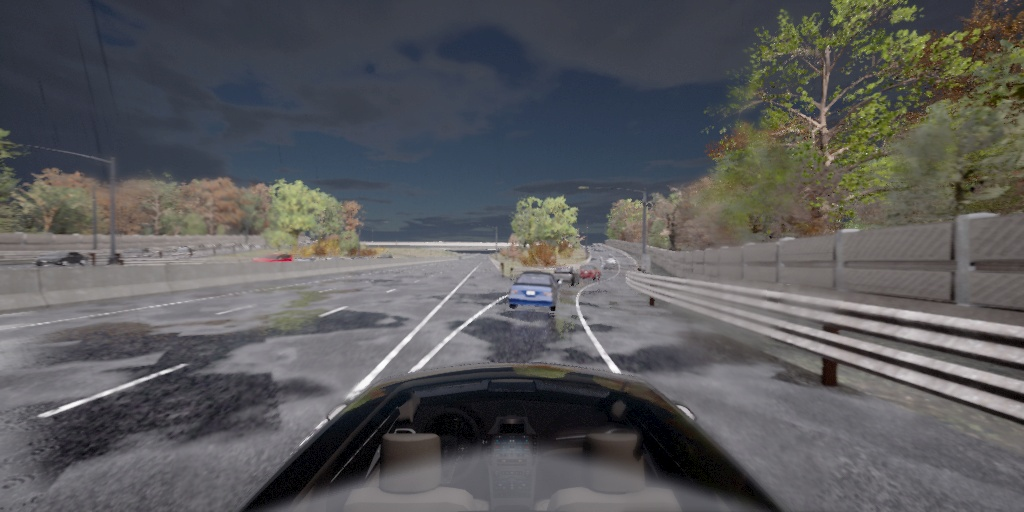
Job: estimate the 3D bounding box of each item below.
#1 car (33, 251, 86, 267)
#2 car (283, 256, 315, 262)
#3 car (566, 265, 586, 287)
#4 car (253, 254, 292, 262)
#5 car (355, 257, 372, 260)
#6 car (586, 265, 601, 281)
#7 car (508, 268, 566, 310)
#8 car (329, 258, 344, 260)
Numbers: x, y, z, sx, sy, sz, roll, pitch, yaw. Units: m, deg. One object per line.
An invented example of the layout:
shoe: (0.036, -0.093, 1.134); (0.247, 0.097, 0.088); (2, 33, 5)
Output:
car: (-44.699, 0.270, 35.587); (1.837, 1.490, 4.892); (0, 1, -27)
car: (-24.043, 1.073, 41.738); (1.812, 1.442, 4.674); (0, 0, -3)
car: (4.497, 1.691, 29.493); (2.128, 1.511, 4.902); (0, -1, 18)
car: (-27.532, 0.738, 41.577); (2.150, 2.045, 5.566); (0, 0, -3)
car: (-25.125, 1.047, 58.764); (2.128, 1.511, 4.902); (1, 0, -3)
car: (8.768, 1.839, 40.640); (2.097, 1.767, 4.553); (1, -1, 22)
car: (1.071, 1.360, 15.269); (2.033, 1.411, 5.357); (3, 1, 9)
car: (-28.590, 1.017, 58.127); (2.128, 1.511, 4.902); (1, 0, -3)
